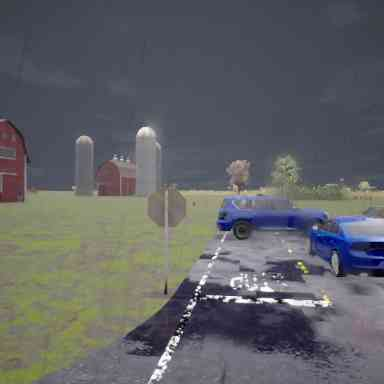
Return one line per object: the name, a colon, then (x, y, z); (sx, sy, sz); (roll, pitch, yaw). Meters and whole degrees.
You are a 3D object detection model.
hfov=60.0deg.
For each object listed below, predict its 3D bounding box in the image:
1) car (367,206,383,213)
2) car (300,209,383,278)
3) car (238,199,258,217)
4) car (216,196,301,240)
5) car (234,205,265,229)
car: (8.480, 1.379, 14.702); (2.097, 1.767, 4.553); (0, 0, -33)
car: (4.864, 1.487, 10.061); (1.882, 1.535, 5.008); (0, 0, 6)
car: (5.552, 1.520, 32.978); (1.837, 1.490, 4.892); (0, 0, 9)
car: (3.997, 1.228, 16.465); (5.566, 2.045, 2.150); (0, 0, 5)
car: (3.877, 1.613, 22.674); (1.895, 1.301, 4.718); (0, 0, 9)
